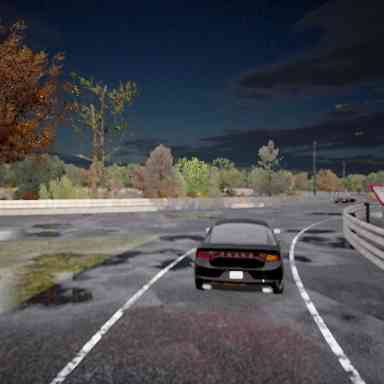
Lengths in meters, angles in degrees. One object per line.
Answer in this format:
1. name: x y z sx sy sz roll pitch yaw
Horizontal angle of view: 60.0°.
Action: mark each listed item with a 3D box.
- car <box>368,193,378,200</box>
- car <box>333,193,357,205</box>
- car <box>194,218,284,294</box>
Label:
1. car: 40.791 0.924 74.823 1.882 1.535 5.008 0 0 25
2. car: 23.022 1.191 49.758 1.895 1.301 4.718 1 1 44
3. car: 1.305 1.411 8.762 1.882 1.535 5.008 0 0 11
